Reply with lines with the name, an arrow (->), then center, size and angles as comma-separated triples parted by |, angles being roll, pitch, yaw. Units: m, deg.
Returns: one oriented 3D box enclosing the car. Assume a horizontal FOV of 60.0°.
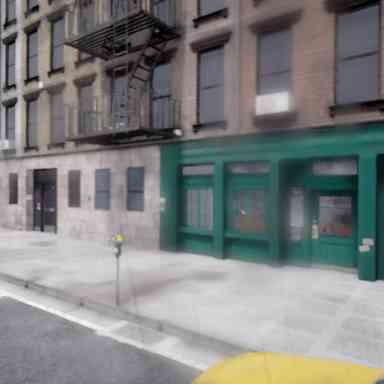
car -> 1.881, 1.531, 1.467 | 4.829, 1.417, 1.752 | 0, 0, 36
